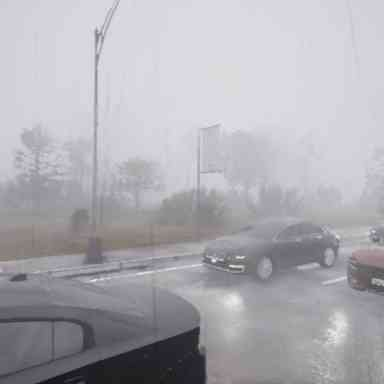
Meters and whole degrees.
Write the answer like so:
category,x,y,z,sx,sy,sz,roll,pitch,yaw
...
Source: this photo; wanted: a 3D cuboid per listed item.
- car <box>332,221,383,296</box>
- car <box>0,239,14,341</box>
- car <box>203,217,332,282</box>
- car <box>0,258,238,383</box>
category,x,y,z,sx,sy,sz,roll,pitch,yaw
car,5.764,1.552,8.091,5.008,1.535,1.882,1,0,-35
car,-5.231,1.587,4.593,4.718,1.301,1.895,1,0,-34
car,2.559,1.568,10.106,4.892,1.490,1.837,1,0,-35
car,-2.189,1.474,2.425,5.008,1.535,1.882,1,0,-35
